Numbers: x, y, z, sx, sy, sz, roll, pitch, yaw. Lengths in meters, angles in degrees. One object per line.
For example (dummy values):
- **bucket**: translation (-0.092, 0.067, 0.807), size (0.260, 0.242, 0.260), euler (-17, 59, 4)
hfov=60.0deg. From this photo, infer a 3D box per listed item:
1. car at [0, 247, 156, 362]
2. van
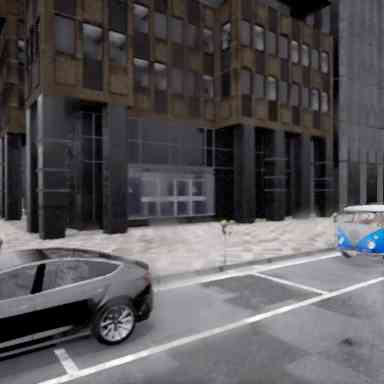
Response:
- **car**: translation (-2.596, 1.565, 4.799), size (4.313, 1.339, 1.947), euler (0, 0, -35)
- **van**: translation (6.583, 1.330, 11.344), size (3.998, 1.788, 1.690), euler (0, 0, -35)
